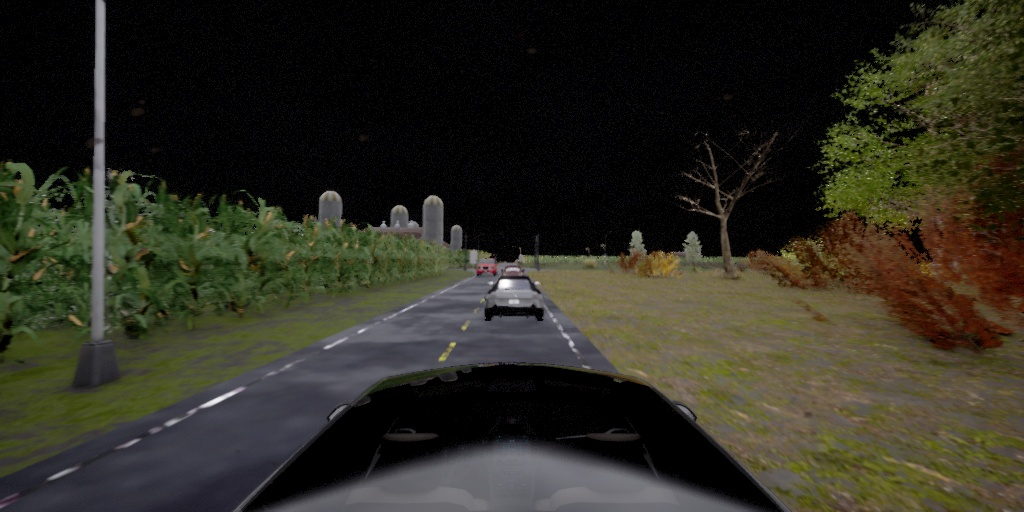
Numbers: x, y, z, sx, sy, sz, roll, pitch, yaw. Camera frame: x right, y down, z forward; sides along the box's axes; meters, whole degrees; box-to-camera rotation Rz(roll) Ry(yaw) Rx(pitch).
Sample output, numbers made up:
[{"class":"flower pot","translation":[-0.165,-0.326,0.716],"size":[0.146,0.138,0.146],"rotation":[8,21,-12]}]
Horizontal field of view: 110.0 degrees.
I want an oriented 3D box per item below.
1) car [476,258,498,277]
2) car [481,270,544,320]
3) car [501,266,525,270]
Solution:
[{"class":"car","translation":[-2.803,1.268,41.154],"size":[2.150,2.045,5.566],"rotation":[0,-1,0]},{"class":"car","translation":[0.076,1.394,13.022],"size":[1.994,1.385,4.181],"rotation":[0,0,0]},{"class":"car","translation":[0.083,1.470,28.387],"size":[1.812,1.442,4.674],"rotation":[0,0,0]}]
